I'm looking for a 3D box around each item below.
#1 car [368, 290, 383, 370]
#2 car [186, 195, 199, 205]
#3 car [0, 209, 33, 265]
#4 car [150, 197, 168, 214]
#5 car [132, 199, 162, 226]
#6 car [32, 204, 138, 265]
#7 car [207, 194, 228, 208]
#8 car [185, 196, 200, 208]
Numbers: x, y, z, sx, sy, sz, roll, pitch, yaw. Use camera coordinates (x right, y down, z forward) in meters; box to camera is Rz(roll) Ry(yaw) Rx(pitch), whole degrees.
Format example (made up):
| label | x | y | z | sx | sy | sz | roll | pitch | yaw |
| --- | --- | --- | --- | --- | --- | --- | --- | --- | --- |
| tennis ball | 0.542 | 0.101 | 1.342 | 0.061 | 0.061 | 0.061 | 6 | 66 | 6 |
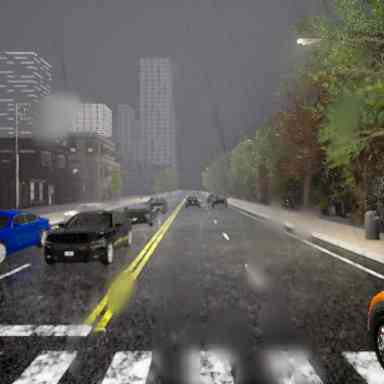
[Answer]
| label | x | y | z | sx | sy | sz | roll | pitch | yaw |
| --- | --- | --- | --- | --- | --- | --- | --- | --- | --- |
| car | 3.351 | 1.332 | 2.504 | 2.097 | 1.767 | 4.553 | 0 | 0 | 0 |
| car | 0.029 | 1.201 | 51.716 | 1.895 | 1.301 | 4.718 | 0 | 0 | 0 |
| car | -6.603 | 1.389 | 11.437 | 1.882 | 1.535 | 5.008 | 0 | 0 | -1 |
| car | -3.326 | 1.249 | 31.494 | 2.128 | 1.511 | 4.902 | 0 | 0 | 0 |
| car | -3.338 | 1.398 | 21.519 | 1.994 | 1.385 | 4.181 | 0 | 0 | 0 |
| car | -3.346 | 1.388 | 11.556 | 1.882 | 1.535 | 5.008 | 0 | 0 | 0 |
| car | 3.368 | 1.172 | 41.419 | 2.128 | 1.511 | 4.902 | 0 | 0 | 0 |
| car | 0.118 | 1.231 | 41.138 | 2.033 | 1.411 | 5.357 | 0 | 0 | 0 |
